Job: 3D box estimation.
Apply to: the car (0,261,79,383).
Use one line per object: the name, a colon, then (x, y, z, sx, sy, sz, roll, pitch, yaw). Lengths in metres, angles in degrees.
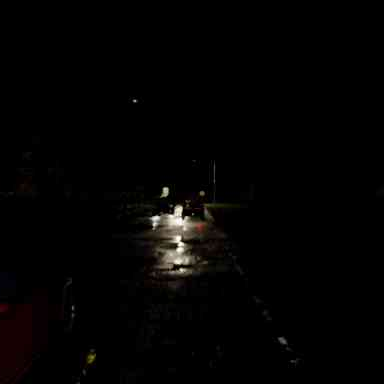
car: (-2.847, 1.564, 3.812, 1.994, 1.385, 4.181, 0, 0, 0)

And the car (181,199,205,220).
car: (0.079, 1.487, 27.826, 2.128, 1.511, 4.902, 0, 0, 0)

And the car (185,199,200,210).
car: (0.081, 1.577, 44.207, 1.895, 1.301, 4.718, 0, 0, 0)

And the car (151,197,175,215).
car: (-2.840, 1.342, 33.696, 2.097, 1.767, 4.553, 0, 0, 0)
